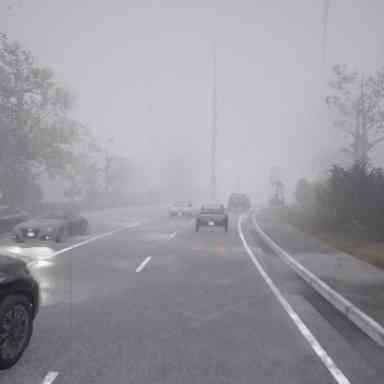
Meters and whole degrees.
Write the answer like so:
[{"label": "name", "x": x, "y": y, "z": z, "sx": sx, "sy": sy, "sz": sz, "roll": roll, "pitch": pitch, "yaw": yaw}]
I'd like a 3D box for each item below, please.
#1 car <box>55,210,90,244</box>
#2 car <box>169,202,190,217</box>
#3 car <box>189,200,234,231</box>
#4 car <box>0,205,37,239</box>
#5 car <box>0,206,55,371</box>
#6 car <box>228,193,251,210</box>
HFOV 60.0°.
[{"label": "car", "x": -6.377, "y": 1.526, "z": 15.473, "sx": 1.994, "sy": 1.385, "sz": 4.181, "roll": 0, "pitch": 0, "yaw": 5}, {"label": "car", "x": -0.612, "y": 1.546, "z": 30.179, "sx": 1.895, "sy": 1.301, "sz": 4.718, "roll": 0, "pitch": 0, "yaw": 11}, {"label": "car", "x": 1.311, "y": 1.460, "z": 20.171, "sx": 2.128, "sy": 1.511, "sz": 4.902, "roll": 0, "pitch": 0, "yaw": 7}, {"label": "car", "x": -9.821, "y": 1.459, "z": 16.269, "sx": 1.837, "sy": 1.490, "sz": 4.892, "roll": 0, "pitch": 0, "yaw": 5}, {"label": "car", "x": -3.341, "y": 1.212, "z": 2.531, "sx": 2.150, "sy": 2.045, "sz": 5.566, "roll": 0, "pitch": 0, "yaw": 1}, {"label": "car", "x": 5.911, "y": 1.167, "z": 41.240, "sx": 2.150, "sy": 2.045, "sz": 5.566, "roll": 0, "pitch": 0, "yaw": 18}]
